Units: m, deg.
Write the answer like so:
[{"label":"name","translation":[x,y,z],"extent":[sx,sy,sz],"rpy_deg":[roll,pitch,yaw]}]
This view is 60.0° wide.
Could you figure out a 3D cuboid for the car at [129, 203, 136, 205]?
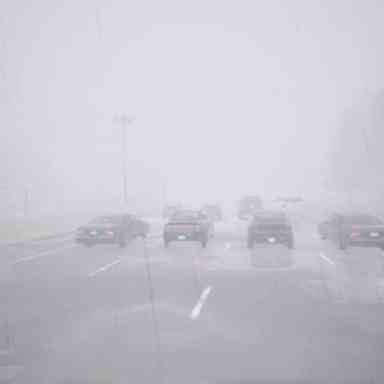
[{"label":"car","translation":[-12.469,1.872,68.599],"extent":[2.150,2.045,5.566],"rpy_deg":[-1,0,-4]}]

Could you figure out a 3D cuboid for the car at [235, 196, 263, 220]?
[{"label":"car","translation":[5.271,1.369,30.612],"extent":[2.150,2.045,5.566],"rpy_deg":[-1,0,5]}]

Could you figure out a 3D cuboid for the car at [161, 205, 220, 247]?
[{"label":"car","translation":[-0.048,1.605,15.634],"extent":[2.128,1.511,4.902],"rpy_deg":[-1,0,9]}]

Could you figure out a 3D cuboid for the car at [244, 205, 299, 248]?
[{"label":"car","translation":[3.408,1.573,15.076],"extent":[1.837,1.490,4.892],"rpy_deg":[-1,0,9]}]

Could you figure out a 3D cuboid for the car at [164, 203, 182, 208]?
[{"label":"car","translation":[-1.681,1.739,31.476],"extent":[2.128,1.511,4.902],"rpy_deg":[-1,0,5]}]

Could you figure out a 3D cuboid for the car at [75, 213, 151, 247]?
[{"label":"car","translation":[-3.547,1.706,15.881],"extent":[2.033,1.411,5.357],"rpy_deg":[-1,0,9]}]

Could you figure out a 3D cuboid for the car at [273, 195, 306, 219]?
[{"label":"car","translation":[8.759,1.323,30.333],"extent":[2.150,2.045,5.566],"rpy_deg":[-1,0,5]}]

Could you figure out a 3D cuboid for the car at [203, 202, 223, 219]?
[{"label":"car","translation":[1.806,1.693,31.177],"extent":[2.128,1.511,4.902],"rpy_deg":[-1,0,5]}]

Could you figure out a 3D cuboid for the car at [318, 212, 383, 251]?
[{"label":"car","translation":[6.820,1.564,14.226],"extent":[2.033,1.411,5.357],"rpy_deg":[-1,0,9]}]
